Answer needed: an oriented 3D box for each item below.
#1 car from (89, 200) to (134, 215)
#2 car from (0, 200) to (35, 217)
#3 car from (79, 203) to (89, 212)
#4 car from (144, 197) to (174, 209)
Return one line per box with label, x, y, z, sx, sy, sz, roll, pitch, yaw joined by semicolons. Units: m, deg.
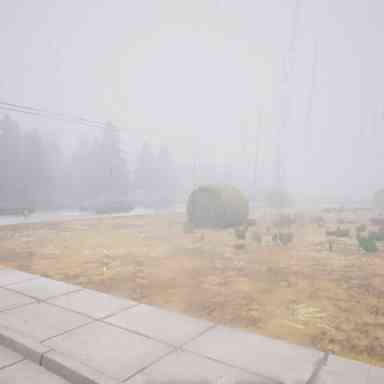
car;-8.147;1.590;34.944;1.994;1.385;4.181;0;0;37
car;-16.622;1.518;29.726;2.128;1.511;4.902;0;0;37
car;-10.674;1.591;37.750;1.994;1.385;4.181;0;0;36
car;-4.516;1.532;46.030;1.837;1.490;4.892;0;0;36
